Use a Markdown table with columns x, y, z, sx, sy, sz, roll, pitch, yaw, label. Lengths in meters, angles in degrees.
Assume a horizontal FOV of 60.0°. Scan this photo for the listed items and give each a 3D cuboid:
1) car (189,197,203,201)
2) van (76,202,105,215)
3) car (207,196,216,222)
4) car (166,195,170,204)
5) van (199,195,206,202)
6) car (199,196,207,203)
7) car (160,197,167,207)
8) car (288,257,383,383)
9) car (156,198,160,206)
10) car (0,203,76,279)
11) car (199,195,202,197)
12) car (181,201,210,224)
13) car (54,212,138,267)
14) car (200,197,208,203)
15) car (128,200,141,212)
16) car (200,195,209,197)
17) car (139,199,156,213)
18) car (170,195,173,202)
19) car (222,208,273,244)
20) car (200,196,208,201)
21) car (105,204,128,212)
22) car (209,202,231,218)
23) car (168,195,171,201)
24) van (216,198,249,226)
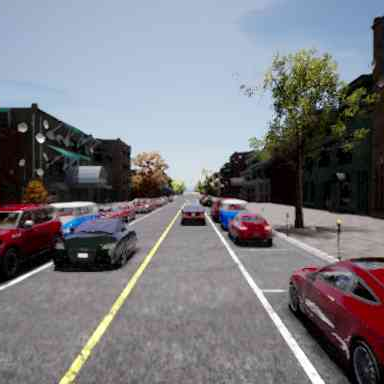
| x | y | z | sx | sy | sz | roll | pitch | yaw | label |
| --- | --- | --- | --- | --- | --- | --- | --- | --- | --- |
| 0.103 | 1.769 | 45.309 | 1.895 | 1.301 | 4.718 | 0 | 0 | 0 | car |
| -5.694 | 1.401 | 15.900 | 1.690 | 1.788 | 3.998 | -1 | 0 | 0 | van |
| 2.687 | 1.416 | 26.999 | 2.192 | 1.841 | 5.009 | -1 | 0 | 0 | car |
| -5.690 | 1.773 | 60.286 | 2.008 | 1.369 | 4.403 | -1 | 0 | 0 | car |
| 2.690 | 1.663 | 88.030 | 1.690 | 1.788 | 3.998 | -1 | 0 | 0 | van |
| 2.692 | 1.828 | 82.651 | 1.752 | 1.417 | 4.829 | -1 | 0 | 0 | car |
| -5.689 | 1.784 | 54.737 | 1.802 | 1.307 | 4.206 | -1 | 0 | 0 | car |
| 2.688 | 1.601 | 4.805 | 1.802 | 1.307 | 4.206 | -1 | 0 | 0 | car |
| -5.690 | 1.707 | 43.641 | 1.887 | 1.381 | 4.507 | -1 | 0 | 0 | car |
| -5.694 | 1.354 | 10.352 | 2.192 | 1.841 | 5.009 | -1 | 0 | 0 | car |
| 2.689 | 1.558 | 65.837 | 2.192 | 1.841 | 5.009 | -1 | 0 | 0 | car |
| 0.101 | 1.644 | 25.850 | 2.033 | 1.411 | 5.357 | 0 | 0 | 0 | car |
| -3.092 | 1.607 | 11.393 | 1.994 | 1.385 | 4.181 | 0 | 0 | 0 | car |
| 2.692 | 1.865 | 76.933 | 1.802 | 1.307 | 4.206 | -1 | 0 | 0 | car |
| -5.692 | 1.646 | 26.996 | 1.887 | 1.381 | 4.507 | -1 | 0 | 0 | car |
| 2.692 | 1.748 | 60.457 | 1.752 | 1.417 | 4.829 | -1 | 0 | 0 | car |
| -5.692 | 1.582 | 38.093 | 1.967 | 1.590 | 4.097 | -1 | 0 | 0 | car |
| -5.691 | 1.618 | 82.480 | 2.192 | 1.841 | 5.009 | -1 | 0 | 0 | car |
| 2.689 | 1.642 | 15.901 | 1.802 | 1.307 | 4.206 | -1 | 0 | 0 | car |
| 2.691 | 1.768 | 54.739 | 1.947 | 1.339 | 4.313 | -1 | 0 | 0 | car |
| -5.693 | 1.521 | 21.448 | 1.967 | 1.590 | 4.097 | -1 | 0 | 0 | car |
| 2.689 | 1.703 | 32.546 | 1.802 | 1.307 | 4.206 | -1 | 0 | 0 | car |
| -5.689 | 1.825 | 65.835 | 1.802 | 1.307 | 4.206 | -1 | 0 | 0 | car |
| 2.687 | 1.422 | 21.450 | 1.690 | 1.788 | 3.998 | -1 | 0 | 0 | van |
